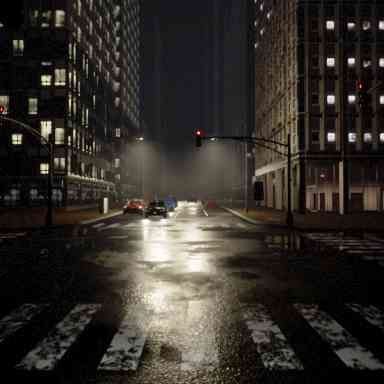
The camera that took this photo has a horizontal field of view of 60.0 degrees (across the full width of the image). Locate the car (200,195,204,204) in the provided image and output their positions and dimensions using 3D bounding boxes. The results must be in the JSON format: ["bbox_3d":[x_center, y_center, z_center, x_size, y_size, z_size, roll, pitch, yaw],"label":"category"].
[{"bbox_3d":[2.666,1.546,56.224,1.752,1.417,4.829,1,0,0],"label":"car"}]

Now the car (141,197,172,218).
[{"bbox_3d":[-3.120,1.515,30.264,1.837,1.490,4.892,0,0,0],"label":"car"}]

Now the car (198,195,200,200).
[{"bbox_3d":[2.661,1.589,61.631,1.947,1.339,4.313,1,0,0],"label":"car"}]

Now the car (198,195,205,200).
[{"bbox_3d":[2.637,1.582,95.094,1.887,1.381,4.507,1,0,0],"label":"car"}]

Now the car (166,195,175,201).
[{"bbox_3d":[-5.739,1.585,89.432,2.008,1.369,4.403,1,0,0],"label":"car"}]

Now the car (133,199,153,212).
[{"bbox_3d":[-5.704,1.596,39.255,1.802,1.307,4.206,1,0,0],"label":"car"}]

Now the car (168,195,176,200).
[{"bbox_3d":[-5.743,1.603,95.007,1.947,1.339,4.313,1,0,0],"label":"car"}]

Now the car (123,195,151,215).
[{"bbox_3d":[-5.697,1.452,33.680,1.967,1.590,4.097,1,0,0],"label":"car"}]

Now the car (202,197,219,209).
[{"bbox_3d":[2.672,1.598,44.898,1.802,1.307,4.206,1,0,0],"label":"car"}]

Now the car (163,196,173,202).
[{"bbox_3d":[-5.731,1.580,78.281,2.008,1.369,4.403,1,0,0],"label":"car"}]

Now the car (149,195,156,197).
[{"bbox_3d":[-5.703,1.331,44.831,2.192,1.841,5.009,1,0,0],"label":"car"}]

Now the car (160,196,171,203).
[{"bbox_3d":[-5.727,1.572,72.706,1.887,1.381,4.507,1,0,0],"label":"car"}]

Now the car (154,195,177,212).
[{"bbox_3d":[-3.125,1.492,39.769,1.882,1.535,5.008,0,0,0],"label":"car"}]

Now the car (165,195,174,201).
[{"bbox_3d":[-5.735,1.576,83.857,1.887,1.381,4.507,1,0,0],"label":"car"}]

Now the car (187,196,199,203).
[{"bbox_3d":[0.027,1.587,70.956,1.994,1.385,4.181,0,0,0],"label":"car"}]
